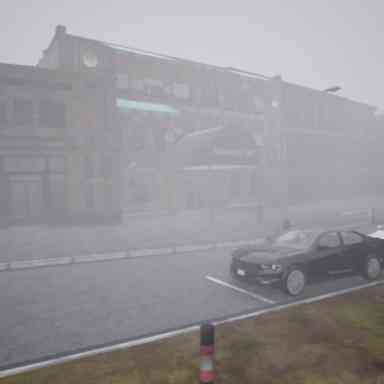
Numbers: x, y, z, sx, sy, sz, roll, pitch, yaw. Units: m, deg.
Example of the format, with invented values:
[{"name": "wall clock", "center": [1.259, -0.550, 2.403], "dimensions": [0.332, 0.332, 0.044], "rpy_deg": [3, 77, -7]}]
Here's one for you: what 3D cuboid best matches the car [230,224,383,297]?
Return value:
[{"name": "car", "center": [3.367, 1.709, 9.367], "dimensions": [5.008, 1.535, 2.097], "rpy_deg": [1, -1, -30]}]
